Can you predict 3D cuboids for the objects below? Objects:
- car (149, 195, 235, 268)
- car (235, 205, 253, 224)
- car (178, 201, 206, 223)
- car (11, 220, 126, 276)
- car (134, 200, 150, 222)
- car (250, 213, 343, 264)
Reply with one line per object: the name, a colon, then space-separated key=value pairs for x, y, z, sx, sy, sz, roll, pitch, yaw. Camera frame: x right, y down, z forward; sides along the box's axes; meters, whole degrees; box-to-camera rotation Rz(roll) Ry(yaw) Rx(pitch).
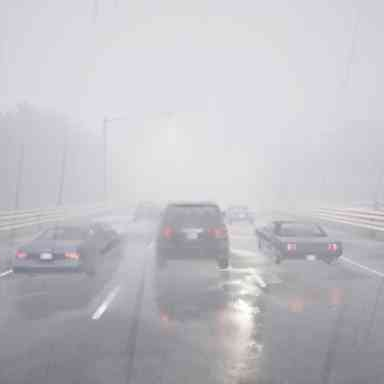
car: x=0.033 y=1.279 z=11.600 sx=2.150 sy=2.045 sz=5.566 roll=0 pitch=0 yaw=0
car: x=3.522 y=1.661 z=25.455 sx=2.033 sy=1.411 sz=5.357 roll=0 pitch=0 yaw=0
car: x=0.041 y=1.611 z=27.642 sx=2.128 sy=1.511 sz=4.902 roll=0 pitch=0 yaw=1
car: x=-3.475 y=1.598 z=10.477 sx=2.033 sy=1.411 sz=5.357 roll=0 pitch=0 yaw=0
car: x=-3.459 y=1.471 z=27.572 sx=2.097 sy=1.767 sz=4.553 roll=0 pitch=0 yaw=0
car: x=3.539 y=1.659 z=12.038 sx=1.895 sy=1.301 sz=4.718 roll=0 pitch=0 yaw=1
